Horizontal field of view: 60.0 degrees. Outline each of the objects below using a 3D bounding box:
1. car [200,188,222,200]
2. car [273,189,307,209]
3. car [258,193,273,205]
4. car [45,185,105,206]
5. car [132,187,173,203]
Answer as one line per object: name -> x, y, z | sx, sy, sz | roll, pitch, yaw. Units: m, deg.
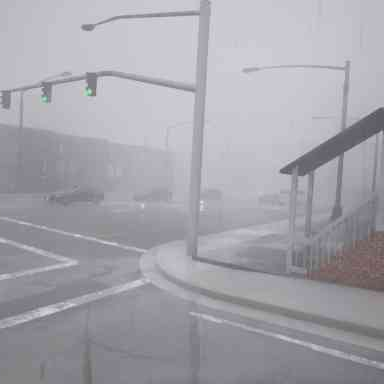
car -> 1.996, 0.247, 42.297 | 1.837, 1.490, 4.892 | 5, 3, 36
car -> 11.467, 0.679, 37.183 | 2.150, 2.045, 5.566 | 5, 3, 36
car -> 9.691, 0.787, 40.735 | 1.994, 1.385, 4.181 | 5, 3, 36
car -> -9.284, 0.228, 26.668 | 2.128, 1.511, 4.902 | 5, 3, 36
car -> -3.942, 0.244, 34.081 | 1.837, 1.490, 4.892 | 5, 3, 36
